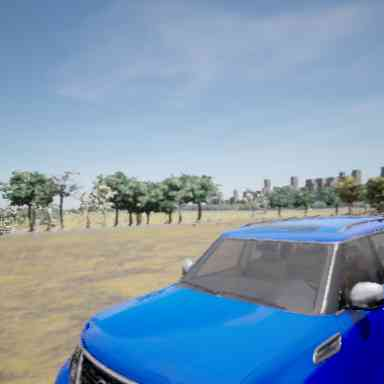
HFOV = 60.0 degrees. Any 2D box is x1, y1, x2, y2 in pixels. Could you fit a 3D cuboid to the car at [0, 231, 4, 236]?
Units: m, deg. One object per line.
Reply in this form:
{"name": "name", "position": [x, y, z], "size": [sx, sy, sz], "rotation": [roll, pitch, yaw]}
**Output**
{"name": "car", "position": [-40.847, 8.192, 67.521], "size": [4.553, 1.767, 2.097], "rotation": [1, -4, -41]}

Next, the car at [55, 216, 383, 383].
{"name": "car", "position": [1.312, 1.392, 4.103], "size": [5.566, 2.045, 2.150], "rotation": [1, -4, -43]}
